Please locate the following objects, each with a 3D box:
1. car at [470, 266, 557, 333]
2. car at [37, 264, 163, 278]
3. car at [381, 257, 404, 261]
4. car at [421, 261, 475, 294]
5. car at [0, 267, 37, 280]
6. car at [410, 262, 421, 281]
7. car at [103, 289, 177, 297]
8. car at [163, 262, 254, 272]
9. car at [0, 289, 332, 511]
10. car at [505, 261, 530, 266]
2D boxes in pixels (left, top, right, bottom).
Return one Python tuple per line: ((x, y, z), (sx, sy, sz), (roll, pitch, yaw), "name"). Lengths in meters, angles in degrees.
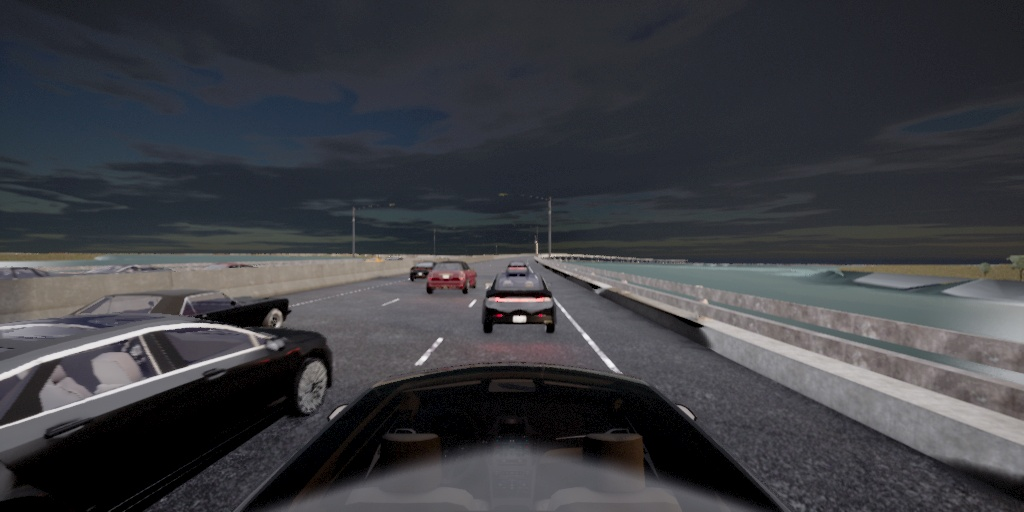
((0.187, 1.211, 10.559), (2.128, 1.511, 4.902), (0, 0, 0), "car")
((-20.909, 1.184, 19.154), (2.128, 1.511, 4.902), (0, 0, 1), "car")
((-19.914, 0.877, 61.057), (2.033, 1.411, 5.357), (0, 0, 2), "car")
((-3.203, 1.039, 19.846), (2.097, 1.767, 4.553), (0, 0, 2), "car")
((-24.444, 1.248, 16.972), (2.033, 1.411, 5.357), (0, 0, 1), "car")
((-6.566, 1.135, 28.303), (1.882, 1.535, 5.008), (0, 0, 1), "car")
((-6.851, 1.332, 7.479), (1.895, 1.301, 4.718), (0, 0, 1), "car")
((-17.375, 1.161, 21.509), (1.882, 1.535, 5.008), (0, 0, 1), "car")
((-3.392, 1.236, 2.992), (2.128, 1.511, 4.902), (0, 0, 0), "car")
((0.463, 1.141, 30.207), (2.128, 1.511, 4.902), (0, 0, 1), "car")
